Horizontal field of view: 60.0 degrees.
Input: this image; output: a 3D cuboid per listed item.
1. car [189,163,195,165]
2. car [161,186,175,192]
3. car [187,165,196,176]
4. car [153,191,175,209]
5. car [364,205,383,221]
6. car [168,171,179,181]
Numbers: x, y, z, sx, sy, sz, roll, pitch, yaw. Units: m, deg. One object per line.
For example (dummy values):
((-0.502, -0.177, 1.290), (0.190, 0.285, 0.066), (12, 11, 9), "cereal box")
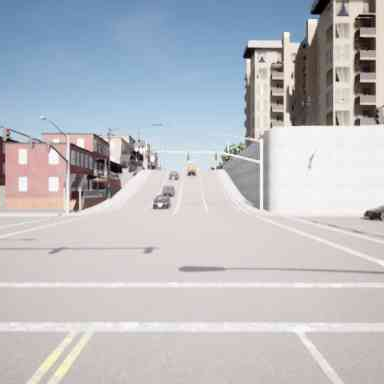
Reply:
((-0.079, -6.244, 81.456), (2.097, 1.767, 4.553), (0, 5, 0), "car")
((-3.629, -0.187, 51.556), (2.033, 1.411, 5.357), (0, 9, 0), "car")
((-0.070, -4.327, 71.587), (1.895, 1.301, 4.718), (0, 12, 0), "car")
((-3.627, 1.134, 40.325), (2.128, 1.511, 4.902), (0, 4, 0), "car")
((16.102, 1.572, 26.589), (4.181, 1.385, 1.994), (0, 0, 0), "car")
((-3.587, -3.302, 66.358), (2.128, 1.511, 4.902), (0, 12, 0), "car")
